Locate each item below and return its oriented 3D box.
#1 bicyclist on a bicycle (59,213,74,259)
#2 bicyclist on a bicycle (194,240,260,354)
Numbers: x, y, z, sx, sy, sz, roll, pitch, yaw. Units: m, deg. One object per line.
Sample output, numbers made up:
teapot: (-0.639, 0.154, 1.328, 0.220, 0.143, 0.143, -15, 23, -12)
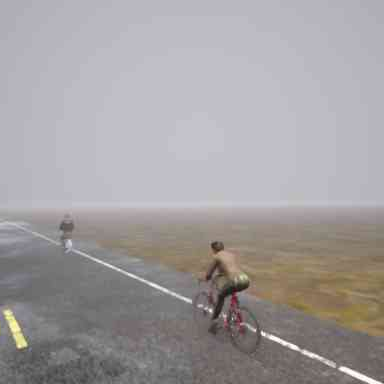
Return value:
bicyclist on a bicycle: (-5.146, 1.753, 13.517, 0.659, 1.776, 1.843, 2, -2, -35)
bicyclist on a bicycle: (0.505, 1.637, 5.434, 0.582, 1.620, 1.656, 2, -2, -35)
